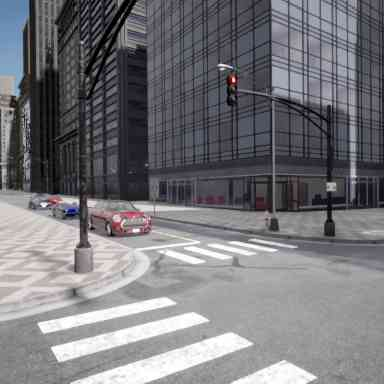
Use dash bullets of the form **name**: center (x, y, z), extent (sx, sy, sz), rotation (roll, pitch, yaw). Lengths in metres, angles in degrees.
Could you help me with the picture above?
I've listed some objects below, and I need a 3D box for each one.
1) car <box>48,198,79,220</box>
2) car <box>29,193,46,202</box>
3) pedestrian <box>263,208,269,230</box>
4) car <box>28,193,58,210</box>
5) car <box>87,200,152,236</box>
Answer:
- **car**: center (-9.616, 1.390, 26.083), extent (1.895, 1.301, 4.718), rotation (-1, 1, -34)
- **car**: center (-26.145, 0.884, 56.046), extent (1.837, 1.490, 4.892), rotation (-1, 1, -34)
- **pedestrian**: center (3.894, 1.374, 17.302), extent (0.500, 1.100, 0.500), rotation (0, 0, -34)
- **car**: center (-16.694, 1.155, 36.509), extent (2.128, 1.511, 4.902), rotation (-1, 1, -34)
- **car**: center (-3.931, 1.234, 17.708), extent (2.097, 1.767, 4.553), rotation (-1, 1, -34)
